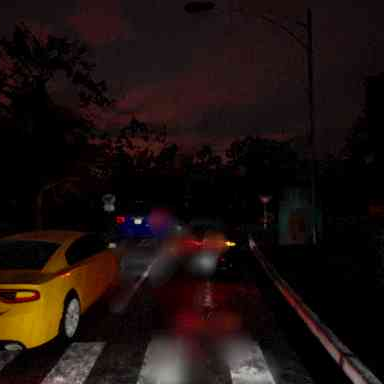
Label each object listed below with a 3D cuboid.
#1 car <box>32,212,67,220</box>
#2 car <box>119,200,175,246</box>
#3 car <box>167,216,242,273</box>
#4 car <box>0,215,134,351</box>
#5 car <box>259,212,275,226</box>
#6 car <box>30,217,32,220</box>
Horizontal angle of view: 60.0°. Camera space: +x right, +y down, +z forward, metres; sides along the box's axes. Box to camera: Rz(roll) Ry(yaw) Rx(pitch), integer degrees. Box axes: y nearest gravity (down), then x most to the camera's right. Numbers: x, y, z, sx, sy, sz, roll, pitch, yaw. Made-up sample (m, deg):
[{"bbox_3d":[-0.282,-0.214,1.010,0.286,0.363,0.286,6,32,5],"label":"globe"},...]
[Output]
[{"bbox_3d":[-23.063,4.034,54.623,4.902,1.511,2.128,2,-4,-29],"label":"car"},{"bbox_3d":[-2.115,1.432,16.470,2.150,2.045,5.566,0,-2,3],"label":"car"},{"bbox_3d":[0.501,1.522,10.611,1.837,1.490,4.892,0,-1,3],"label":"car"},{"bbox_3d":[-2.656,1.461,6.452,1.882,1.535,5.008,0,0,2],"label":"car"},{"bbox_3d":[9.086,2.963,37.154,1.882,1.535,5.008,-2,-3,31],"label":"car"},{"bbox_3d":[-24.865,4.285,57.341,5.357,1.411,2.033,2,-4,-33],"label":"car"}]
